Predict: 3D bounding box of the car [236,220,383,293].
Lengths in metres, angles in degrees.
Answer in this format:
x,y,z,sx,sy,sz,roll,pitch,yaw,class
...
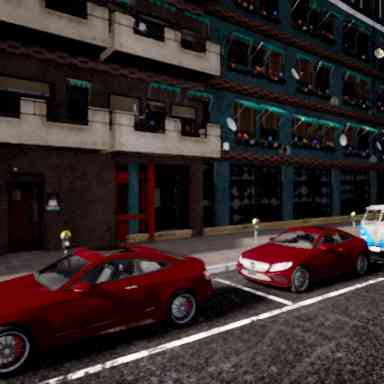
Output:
x,y,z,sx,sy,sz,roll,pitch,yaw,class
3.062,1.574,8.740,4.206,1.307,1.802,0,0,-35,car

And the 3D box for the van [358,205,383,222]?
x,y,z,sx,sy,sz,roll,pitch,yaw,class
7.675,1.330,12.024,3.998,1.788,1.690,0,0,-35,van

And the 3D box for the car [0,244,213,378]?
x,y,z,sx,sy,sz,roll,pitch,yaw,class
-1.551,1.580,5.458,4.206,1.307,1.802,0,0,-35,car
